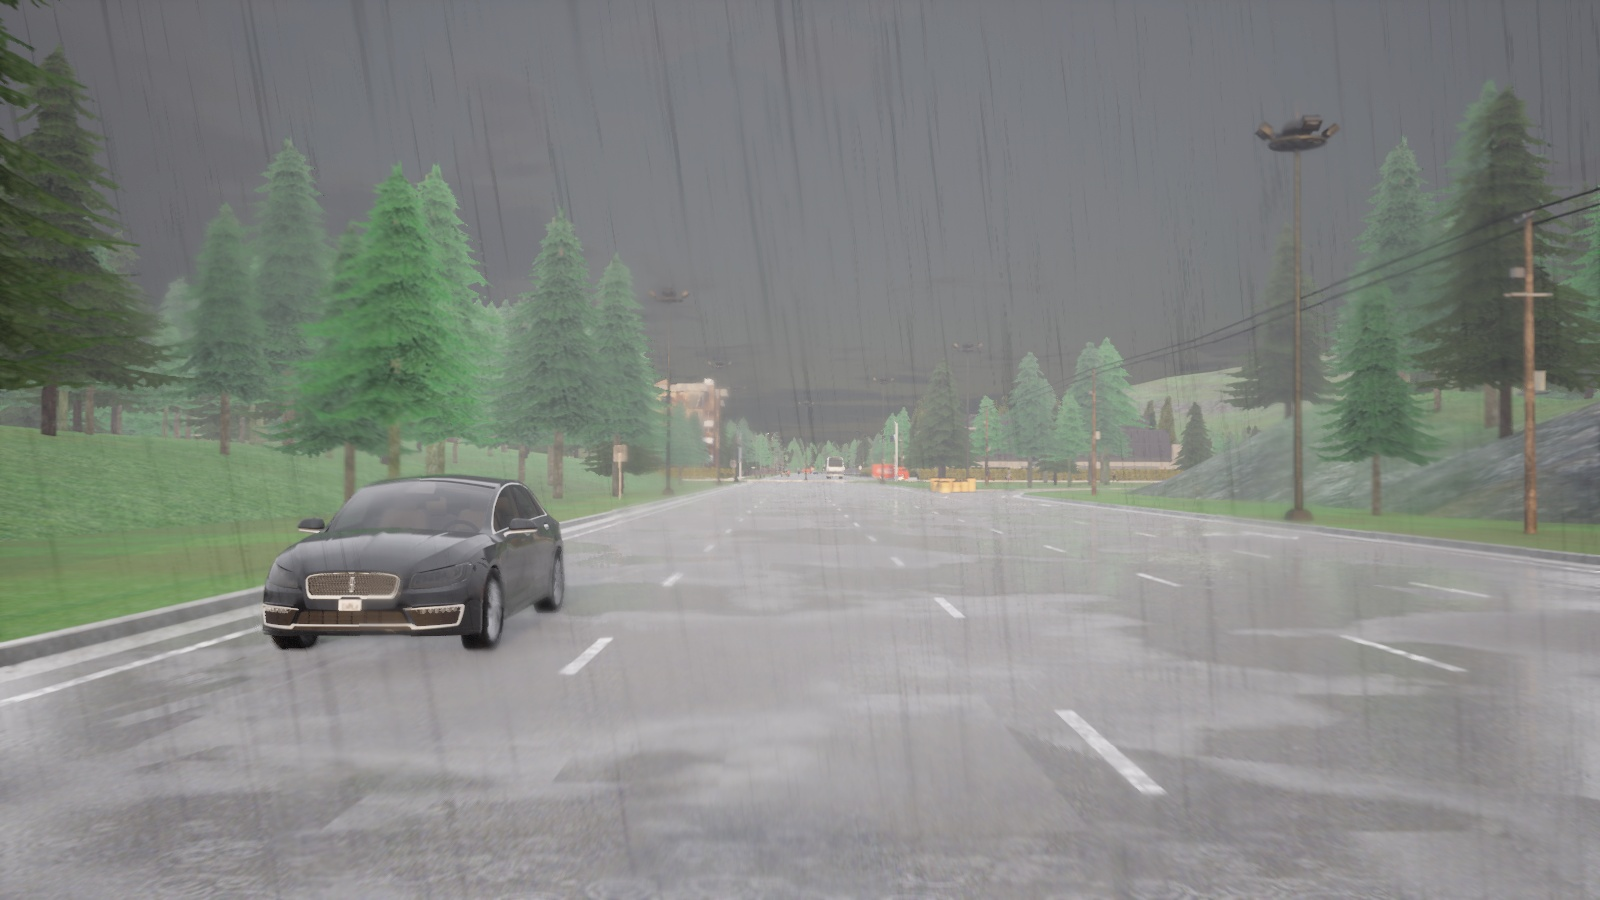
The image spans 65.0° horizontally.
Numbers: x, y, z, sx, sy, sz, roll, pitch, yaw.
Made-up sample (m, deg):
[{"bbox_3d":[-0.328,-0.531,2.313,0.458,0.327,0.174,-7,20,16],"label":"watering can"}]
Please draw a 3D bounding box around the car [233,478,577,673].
[{"bbox_3d":[-3.529,1.037,12.285,1.837,1.490,4.892,0,-1,0],"label":"car"}]
